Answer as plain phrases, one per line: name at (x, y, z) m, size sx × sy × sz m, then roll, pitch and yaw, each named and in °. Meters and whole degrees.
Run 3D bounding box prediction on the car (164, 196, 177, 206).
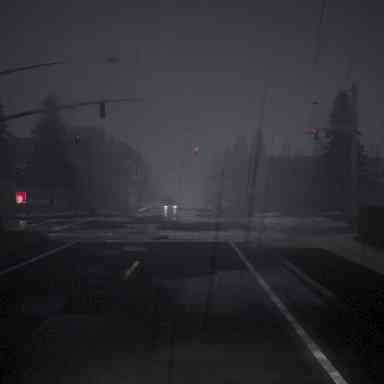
car at (-3.499, 1.420, 55.756) m, size 1.837 × 1.490 × 4.892 m, roll 0°, pitch 0°, yaw 0°
